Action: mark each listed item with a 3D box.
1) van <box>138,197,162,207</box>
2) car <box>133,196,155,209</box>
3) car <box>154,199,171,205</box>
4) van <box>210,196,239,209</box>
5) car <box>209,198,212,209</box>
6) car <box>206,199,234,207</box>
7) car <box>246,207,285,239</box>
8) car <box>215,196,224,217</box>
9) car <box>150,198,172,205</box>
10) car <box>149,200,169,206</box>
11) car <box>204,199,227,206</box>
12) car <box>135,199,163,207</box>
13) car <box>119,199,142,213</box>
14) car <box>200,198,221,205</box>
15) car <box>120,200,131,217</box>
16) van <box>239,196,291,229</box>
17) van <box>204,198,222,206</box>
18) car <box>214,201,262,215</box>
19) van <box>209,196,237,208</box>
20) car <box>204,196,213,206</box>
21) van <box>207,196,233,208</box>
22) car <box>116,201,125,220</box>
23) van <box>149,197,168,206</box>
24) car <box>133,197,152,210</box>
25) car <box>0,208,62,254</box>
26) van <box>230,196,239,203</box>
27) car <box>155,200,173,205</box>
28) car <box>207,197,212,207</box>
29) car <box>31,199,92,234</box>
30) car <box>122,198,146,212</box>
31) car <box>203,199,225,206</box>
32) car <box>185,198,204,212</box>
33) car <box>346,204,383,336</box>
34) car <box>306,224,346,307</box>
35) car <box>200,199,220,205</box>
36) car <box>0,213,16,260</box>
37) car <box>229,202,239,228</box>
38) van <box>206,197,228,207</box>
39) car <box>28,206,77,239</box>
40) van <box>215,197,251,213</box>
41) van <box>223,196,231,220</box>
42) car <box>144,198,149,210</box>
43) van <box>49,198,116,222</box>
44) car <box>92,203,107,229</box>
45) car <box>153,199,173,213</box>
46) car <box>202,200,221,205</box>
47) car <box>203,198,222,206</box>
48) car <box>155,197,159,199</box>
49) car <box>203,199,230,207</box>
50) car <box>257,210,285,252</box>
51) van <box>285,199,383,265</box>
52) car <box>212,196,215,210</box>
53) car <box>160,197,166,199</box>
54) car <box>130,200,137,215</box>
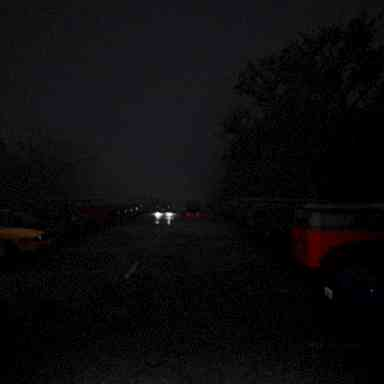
[{"bbox_3d":[-8.127,1.910,64.714,4.442,1.987,1.878,0,-2,0],"label":"van"},{"bbox_3d":[-8.049,1.757,48.074,4.553,1.767,2.185,0,-1,0],"label":"car"},{"bbox_3d":[-7.968,2.685,89.684,4.553,1.767,2.185,0,-2,0],"label":"car"},{"bbox_3d":[5.181,1.716,53.608,4.442,1.987,1.878,0,-1,0],"label":"van"},{"bbox_3d":[5.058,1.891,45.170,4.674,1.452,2.002,0,-1,0],"label":"car"},{"bbox_3d":[5.073,2.057,61.771,5.008,1.535,2.097,0,-2,0],"label":"car"},{"bbox_3d":[5.076,1.560,14.703,4.792,1.488,2.163,0,0,0],"label":"car"},{"bbox_3d":[5.025,1.420,28.552,5.566,2.045,2.435,0,-1,0],"label":"car"},{"bbox_3d":[-8.029,2.482,86.916,5.566,2.045,2.435,0,-2,0],"label":"car"},{"bbox_3d":[-8.000,2.624,81.358,4.674,1.452,2.002,0,-2,0],"label":"car"},{"bbox_3d":[5.067,2.356,72.847,4.892,1.521,2.231,0,-2,0],"label":"car"},{"bbox_3d":[-7.982,2.091,61.926,4.792,1.488,2.163,0,-1,0],"label":"car"},{"bbox_3d":[-8.210,1.730,34.193,5.366,1.575,1.946,0,-1,0],"label":"car"},{"bbox_3d":[5.110,2.632,92.235,5.566,2.045,2.435,0,-2,0],"label":"car"},{"bbox_3d":[-8.056,1.702,28.640,4.792,1.488,2.163,0,-1,0],"label":"car"},{"bbox_3d":[4.940,1.329,17.457,4.442,1.987,1.878,0,0,0],"label":"van"},{"bbox_3d":[5.195,2.427,83.930,4.442,1.987,1.878,0,-2,0],"label":"van"},{"bbox_3d":[5.051,1.761,36.861,5.008,1.535,2.097,0,-1,0],"label":"car"},{"bbox_3d":[5.182,1.745,56.253,4.442,1.987,1.878,0,-1,0],"label":"van"},{"bbox_3d":[5.035,1.661,50.838,5.566,2.045,2.435,0,-1,0],"label":"car"},{"bbox_3d":[4.950,1.776,59.156,4.442,1.987,1.878,0,-1,0],"label":"van"},{"bbox_3d":[-8.057,1.672,25.865,4.792,1.488,2.163,0,-1,0],"label":"car"},{"bbox_3d":[-7.887,2.283,78.590,4.442,1.987,1.878,0,-2,0],"label":"van"},{"bbox_3d":[-8.206,1.820,42.521,5.366,1.575,1.946,0,-1,0],"label":"car"},{"bbox_3d":[-7.849,1.511,11.992,5.366,1.575,1.946,0,0,0],"label":"car"},{"bbox_3d":[5.167,1.386,23.012,4.442,1.987,1.878,0,-1,0],"label":"van"},{"bbox_3d":[-7.991,2.983,95.226,4.892,1.521,2.231,0,-2,0],"label":"car"},{"bbox_3d":[5.056,1.881,47.941,5.008,1.535,2.097,0,-1,0],"label":"car"},{"bbox_3d":[-8.000,1.430,17.540,4.553,1.767,2.185,0,0,0],"label":"car"},{"bbox_3d":[-8.016,1.764,36.969,4.892,1.521,2.231,0,-1,0],"label":"car"},{"bbox_3d":[5.071,2.507,78.511,5.008,1.535,2.097,0,-2,0],"label":"car"},{"bbox_3d":[0.122,1.844,44.577,2.128,1.511,4.902,0,0,0],"label":"car"},{"bbox_3d":[5.070,1.237,3.630,5.566,2.045,2.435,0,0,0],"label":"car"},{"bbox_3d":[5.015,1.523,6.398,4.792,1.488,2.163,0,0,0],"label":"car"},{"bbox_3d":[4.896,2.800,89.460,5.366,1.575,1.946,0,-2,0],"label":"car"},{"bbox_3d":[-8.221,1.500,9.340,5.366,1.575,1.946,0,0,0],"label":"car"},{"bbox_3d":[5.054,1.582,20.240,5.008,1.535,2.097,0,-1,0],"label":"car"},{"bbox_3d":[5.189,2.054,70.084,4.442,1.987,1.878,0,-2,0],"label":"van"},{"bbox_3d":[-8.039,1.533,14.760,4.892,1.521,2.231,0,0,0],"label":"car"},{"bbox_3d":[5.176,1.597,42.528,4.442,1.987,1.878,0,-1,0],"label":"van"},{"bbox_3d":[4.935,1.416,25.783,4.442,1.987,1.878,0,-1,0],"label":"van"},{"bbox_3d":[-8.028,1.794,39.745,4.892,1.521,2.231,0,-1,0],"label":"car"},{"bbox_3d":[-7.913,1.387,23.091,4.442,1.987,1.878,0,-1,0],"label":"van"},{"bbox_3d":[-8.001,1.612,20.312,4.792,1.488,2.163,0,-1,0],"label":"car"},{"bbox_3d":[-3.615,1.953,43.450,1.895,1.301,4.718,0,-1,-1],"label":"car"},{"bbox_3d":[5.073,2.728,86.694,4.892,1.521,2.231,0,-2,0],"label":"car"},{"bbox_3d":[5.046,2.452,81.159,4.553,1.767,2.185,0,-2,0],"label":"car"},{"bbox_3d":[-8.022,1.912,50.849,5.008,1.535,2.097,0,-1,0],"label":"car"},{"bbox_3d":[4.886,2.203,67.308,5.366,1.575,1.946,0,-2,0],"label":"car"},{"bbox_3d":[5.074,1.543,12.063,4.792,1.488,2.163,0,0,0],"label":"car"},{"bbox_3d":[5.161,1.276,9.293,4.442,1.987,1.878,0,0,0],"label":"van"},{"bbox_3d":[5.026,1.450,31.322,5.566,2.045,2.435,0,-1,0],"label":"car"},{"bbox_3d":[-7.984,1.751,59.180,5.566,2.045,2.435,0,-1,0],"label":"car"},{"bbox_3d":[-8.055,1.732,31.417,4.792,1.488,2.163,0,-1,0],"label":"car"}]
